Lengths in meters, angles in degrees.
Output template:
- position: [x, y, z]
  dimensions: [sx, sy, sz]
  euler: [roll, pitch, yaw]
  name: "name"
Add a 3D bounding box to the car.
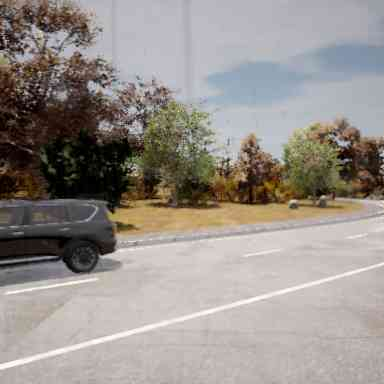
- position: [-4.834, 1.225, 9.117]
  dimensions: [5.566, 2.045, 2.150]
  euler: [0, 0, -36]
  name: "car"
